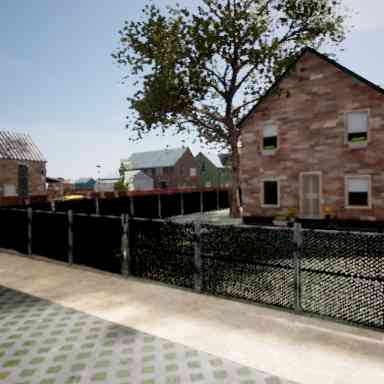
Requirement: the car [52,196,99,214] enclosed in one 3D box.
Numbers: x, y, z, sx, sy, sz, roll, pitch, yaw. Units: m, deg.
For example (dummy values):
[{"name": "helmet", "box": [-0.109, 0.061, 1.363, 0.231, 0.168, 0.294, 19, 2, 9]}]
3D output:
[{"name": "car", "box": [-7.504, 0.978, 21.926, 1.882, 1.535, 5.008, -1, 2, 36]}]
